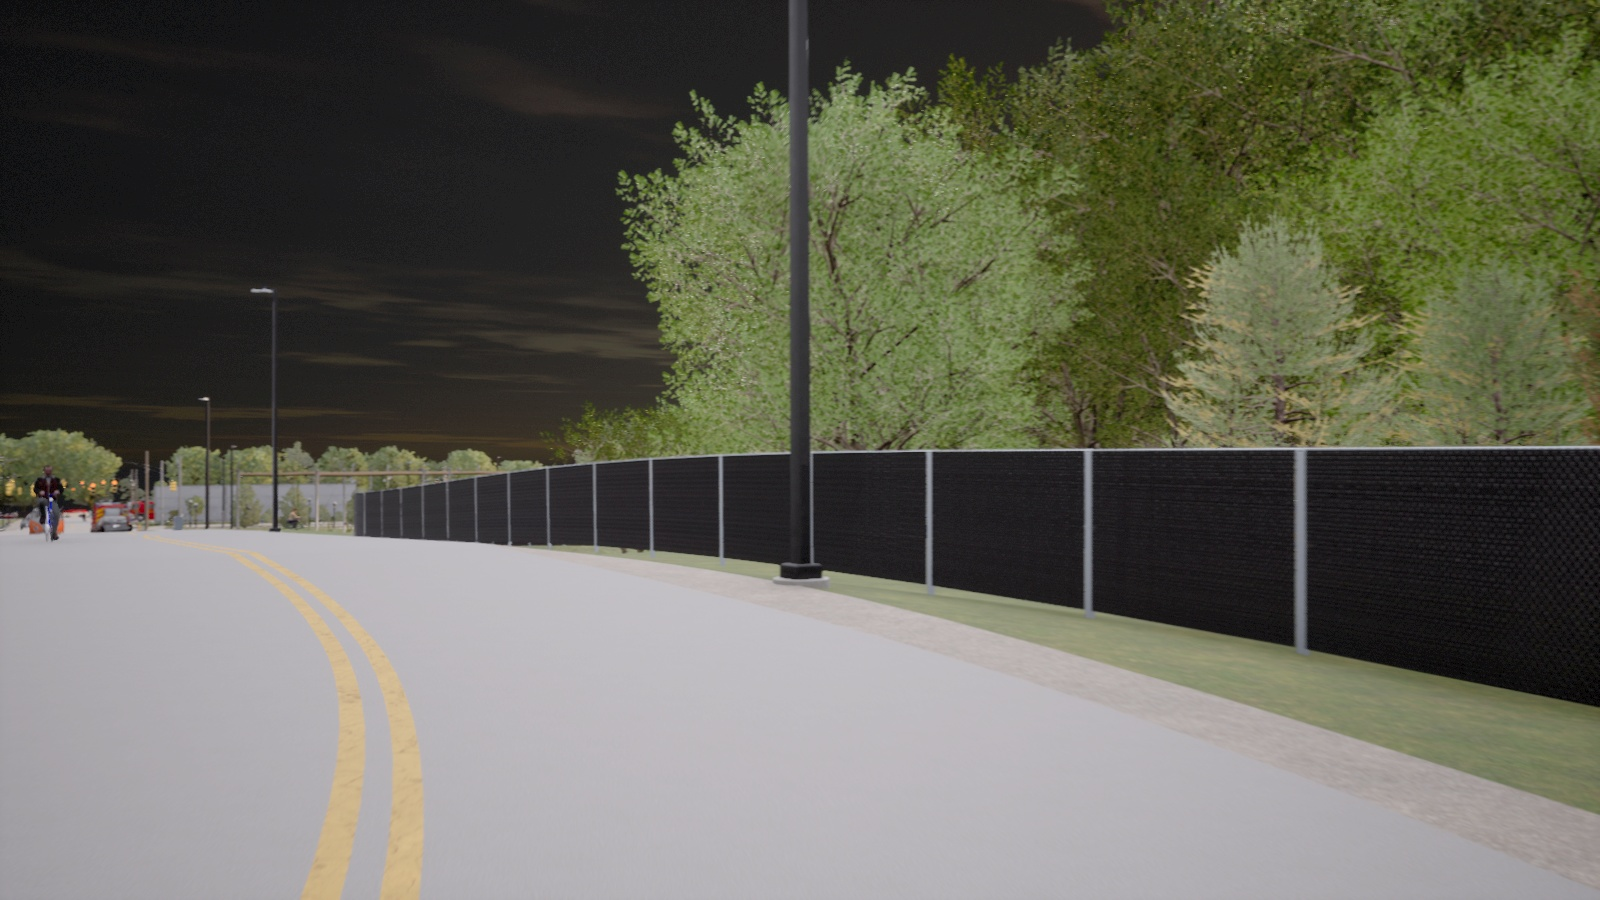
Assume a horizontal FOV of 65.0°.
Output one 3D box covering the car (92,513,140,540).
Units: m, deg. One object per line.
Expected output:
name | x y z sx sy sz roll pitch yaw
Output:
car | -42.995 4.821 78.840 2.163 1.488 4.792 1 -5 -34

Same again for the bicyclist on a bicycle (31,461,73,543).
bicyclist on a bicycle | -16.763 1.171 28.129 0.659 1.776 1.843 0 -3 -35

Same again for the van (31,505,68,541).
van | -45.284 4.438 75.822 1.775 1.987 4.442 0 -5 -29
